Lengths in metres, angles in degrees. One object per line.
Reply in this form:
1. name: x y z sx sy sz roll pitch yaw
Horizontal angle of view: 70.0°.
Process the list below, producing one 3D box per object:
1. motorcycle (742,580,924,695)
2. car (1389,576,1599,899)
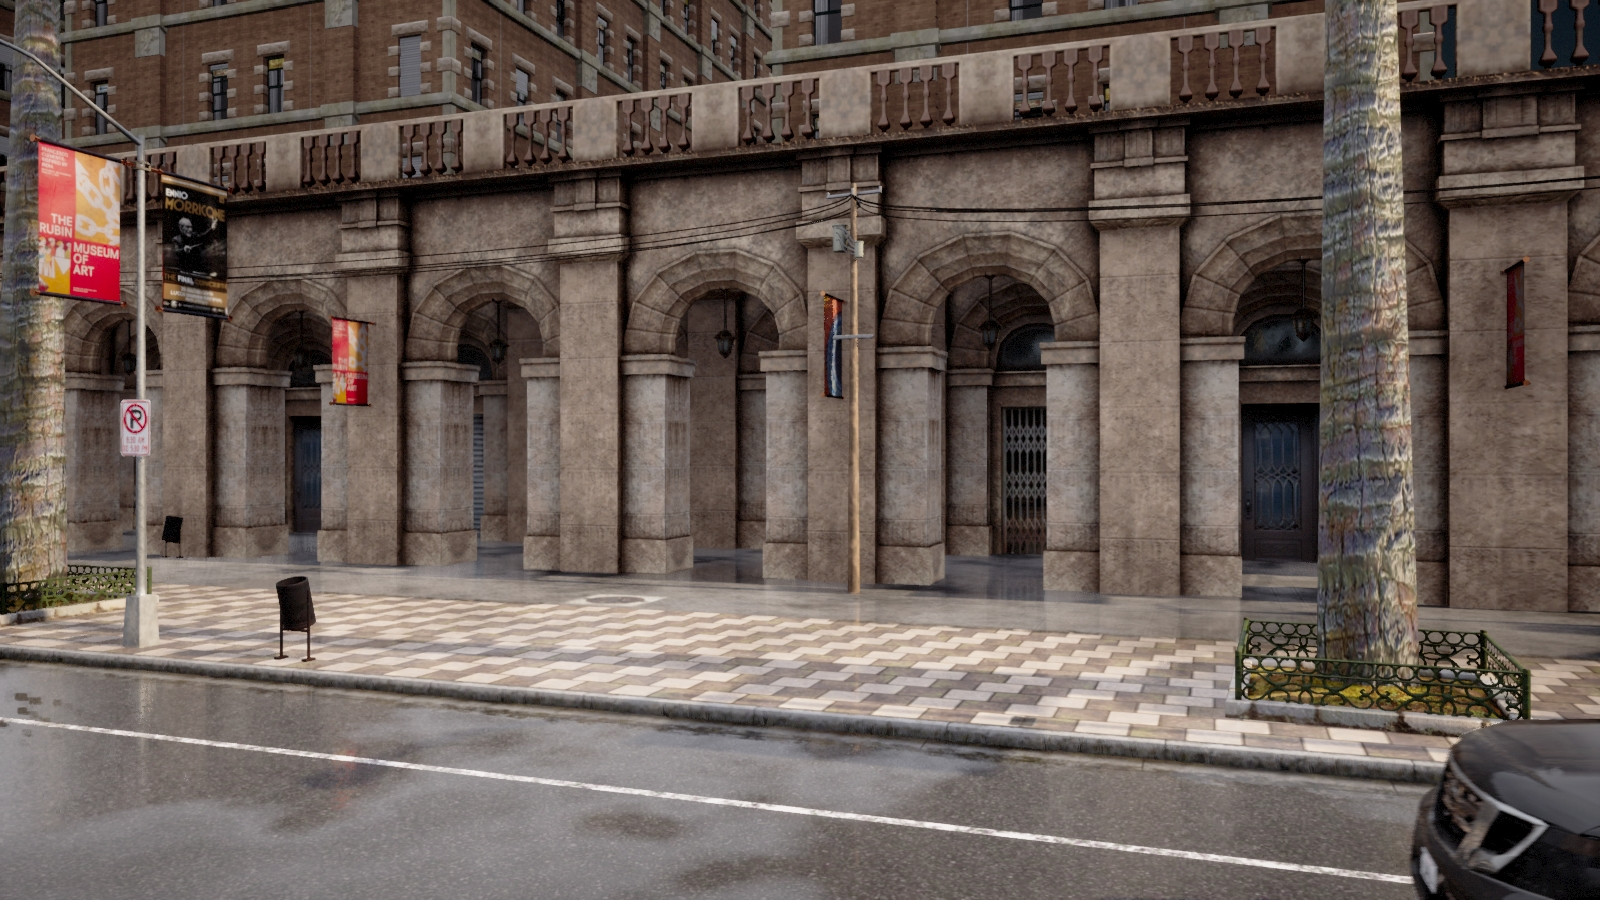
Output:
1. motorcycle: 0.395 2.215 13.714 2.033 1.145 0.803 0 0 20
2. car: 5.807 1.779 4.906 5.566 2.045 2.150 0 0 19
